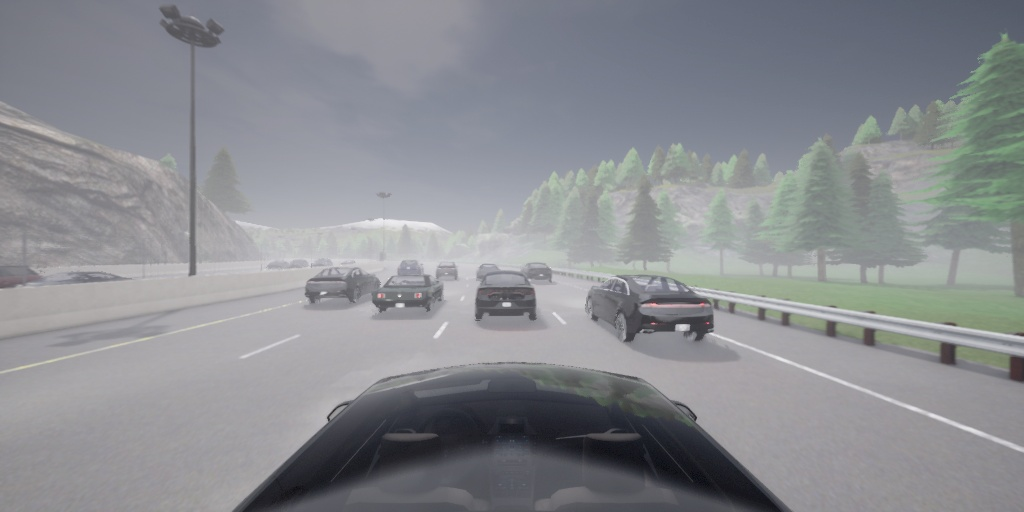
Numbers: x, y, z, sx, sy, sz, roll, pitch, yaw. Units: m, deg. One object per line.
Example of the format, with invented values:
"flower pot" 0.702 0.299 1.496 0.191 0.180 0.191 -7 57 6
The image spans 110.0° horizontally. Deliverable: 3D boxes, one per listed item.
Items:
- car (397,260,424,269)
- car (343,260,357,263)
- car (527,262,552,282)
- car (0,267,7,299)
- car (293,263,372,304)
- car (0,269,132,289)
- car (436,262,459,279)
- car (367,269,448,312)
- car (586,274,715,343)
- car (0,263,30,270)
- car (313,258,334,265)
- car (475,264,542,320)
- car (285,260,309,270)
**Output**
"car" -9.725 1.117 34.575 2.097 1.767 4.553 0 0 -9
"car" -25.687 1.335 56.788 2.033 1.411 5.357 0 0 -16
"car" 1.808 1.226 28.311 1.882 1.535 5.008 0 0 -7
"car" -25.152 1.276 14.699 2.128 1.511 4.902 0 0 -4
"car" -7.539 1.252 16.413 2.128 1.511 4.902 0 0 -4
"car" -18.150 1.339 14.847 1.994 1.385 4.181 0 0 -4
"car" -5.755 1.251 31.939 2.128 1.511 4.902 0 0 -8
"car" -3.867 1.357 14.183 1.895 1.301 4.718 0 0 -4
"car" 3.359 1.237 9.675 2.128 1.511 4.902 0 0 -2
"car" -21.604 1.132 14.022 2.097 1.767 4.553 0 0 -4
"car" -28.815 1.143 54.891 2.097 1.767 4.553 0 0 -16
"car" -0.288 1.229 12.670 1.882 1.535 5.008 0 0 -3
"car" -32.357 1.300 54.615 1.837 1.490 4.892 0 0 -16
